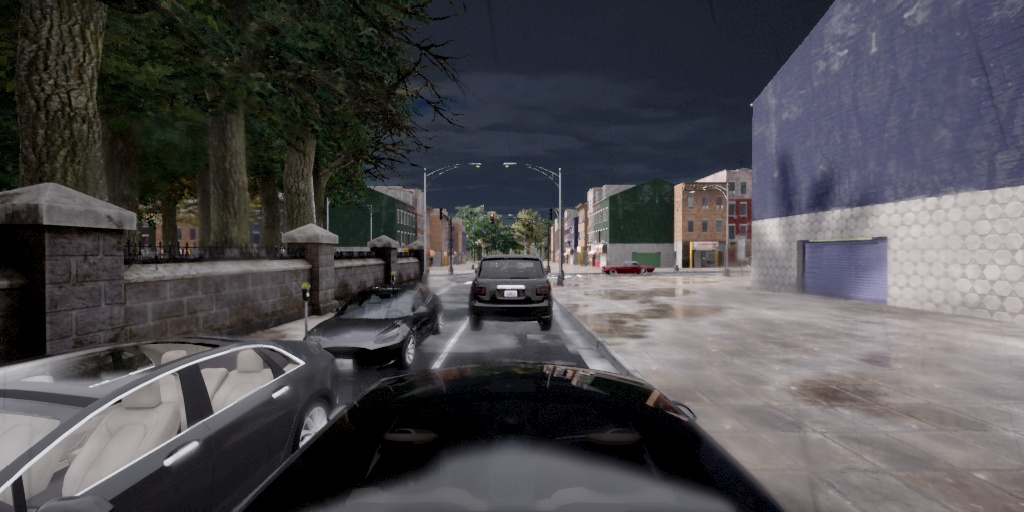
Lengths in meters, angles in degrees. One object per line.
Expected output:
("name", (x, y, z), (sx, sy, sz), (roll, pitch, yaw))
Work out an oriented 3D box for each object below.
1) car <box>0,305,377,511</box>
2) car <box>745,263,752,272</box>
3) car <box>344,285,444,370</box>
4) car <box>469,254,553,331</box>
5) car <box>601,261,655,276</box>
("car", (-2.641, 1.300, 2.073), (2.007, 1.370, 4.403), (0, 0, 0))
("car", (25.101, 0.890, 34.312), (4.902, 1.511, 2.128), (-1, 1, 0))
("car", (-2.634, 1.316, 7.761), (1.948, 1.339, 4.313), (0, 0, 0))
("car", (-0.011, 0.973, 11.070), (2.150, 2.045, 5.566), (0, 0, 0))
("car", (10.993, 1.186, 34.334), (4.718, 1.301, 1.895), (-1, 1, 0))
